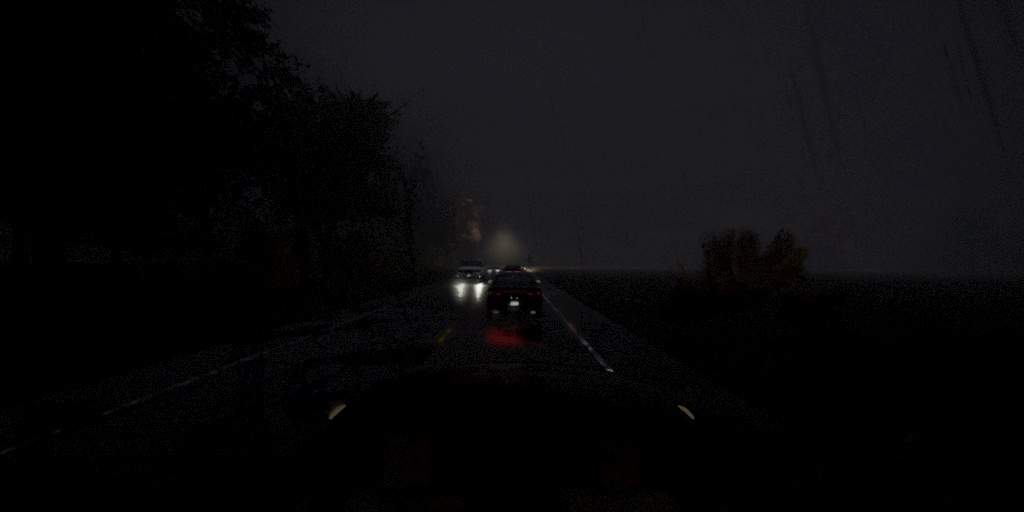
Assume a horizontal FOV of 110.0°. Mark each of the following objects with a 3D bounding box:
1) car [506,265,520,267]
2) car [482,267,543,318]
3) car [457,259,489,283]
[{"bbox_3d":[0.083,1.593,34.339,1.837,1.490,4.892,0,-1,0],"label":"car"},{"bbox_3d":[0.086,1.354,13.744,1.882,1.535,5.008,0,0,0],"label":"car"},{"bbox_3d":[-3.614,1.292,32.687,2.150,2.045,5.566,0,0,0],"label":"car"}]
